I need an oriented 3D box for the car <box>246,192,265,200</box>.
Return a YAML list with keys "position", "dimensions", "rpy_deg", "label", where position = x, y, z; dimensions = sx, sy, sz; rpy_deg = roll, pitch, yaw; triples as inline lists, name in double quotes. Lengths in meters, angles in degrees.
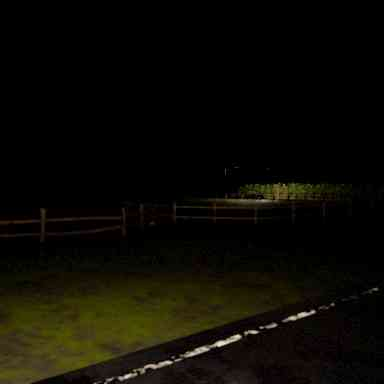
- position: [14.250, 0.766, 74.643]
  dimensions: [2.097, 1.767, 4.553]
  rpy_deg: [0, 0, -32]
  label: "car"
